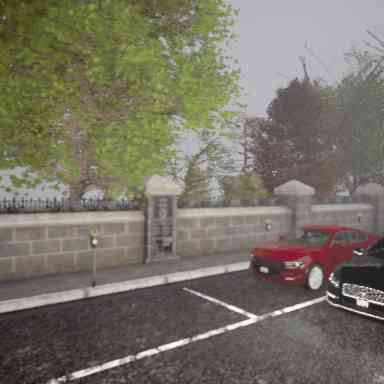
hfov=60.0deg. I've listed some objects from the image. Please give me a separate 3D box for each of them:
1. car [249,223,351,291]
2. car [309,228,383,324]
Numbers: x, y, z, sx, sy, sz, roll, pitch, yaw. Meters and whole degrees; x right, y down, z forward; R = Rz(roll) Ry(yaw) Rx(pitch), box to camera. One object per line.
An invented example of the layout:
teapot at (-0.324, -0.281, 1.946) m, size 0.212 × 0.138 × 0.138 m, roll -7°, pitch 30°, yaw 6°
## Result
car at (3.524, 1.585, 9.074) m, size 4.507 × 1.381 × 1.887 m, roll 0°, pitch 0°, yaw -36°
car at (4.710, 1.543, 6.739) m, size 4.892 × 1.490 × 1.837 m, roll 0°, pitch 0°, yaw -35°
